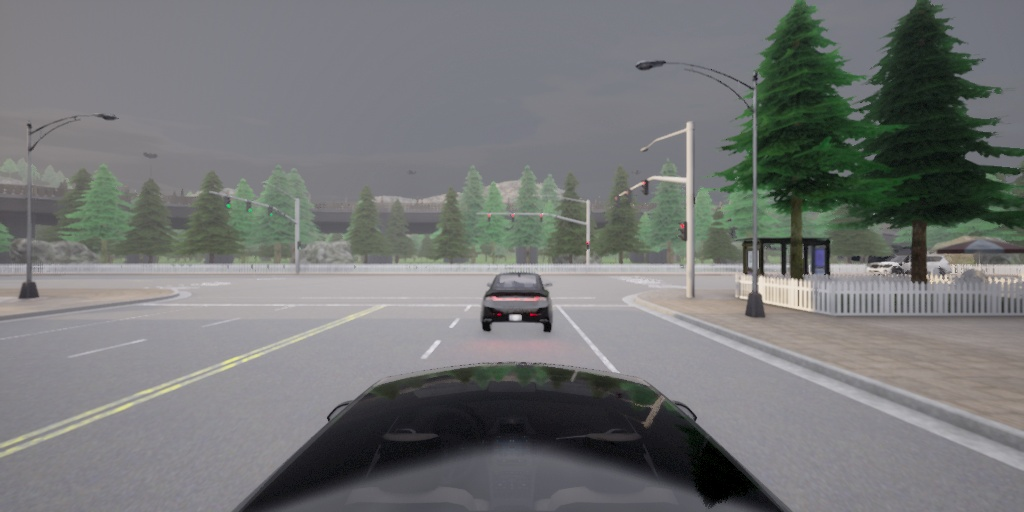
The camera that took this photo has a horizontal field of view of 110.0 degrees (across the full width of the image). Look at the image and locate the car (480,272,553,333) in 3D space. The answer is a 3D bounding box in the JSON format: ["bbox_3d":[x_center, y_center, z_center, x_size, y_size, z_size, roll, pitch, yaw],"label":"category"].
[{"bbox_3d":[0.209,1.236,10.821,2.128,1.511,4.902,0,0,3],"label":"car"}]

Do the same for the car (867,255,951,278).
[{"bbox_3d":[35.514,0.909,32.195,5.566,2.045,2.150,0,0,6],"label":"car"}]
